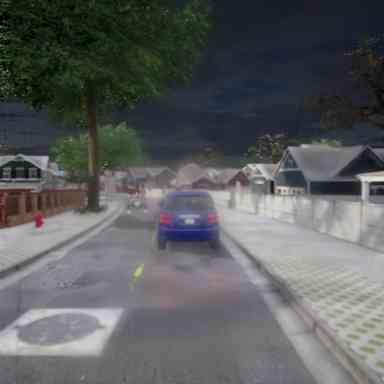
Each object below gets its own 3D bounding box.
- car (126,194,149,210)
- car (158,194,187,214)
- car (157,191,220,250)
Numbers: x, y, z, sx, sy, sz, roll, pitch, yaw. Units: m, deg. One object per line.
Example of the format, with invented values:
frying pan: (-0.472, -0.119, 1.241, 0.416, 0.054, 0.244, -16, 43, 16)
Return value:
car: (-5.307, 0.919, 32.394, 2.128, 1.511, 4.902, 0, 1, -10)
car: (-1.783, 0.974, 28.677, 2.128, 1.511, 4.902, 0, 1, -8)
car: (-0.207, 0.979, 13.340, 2.150, 2.045, 5.566, 0, 1, -3)
